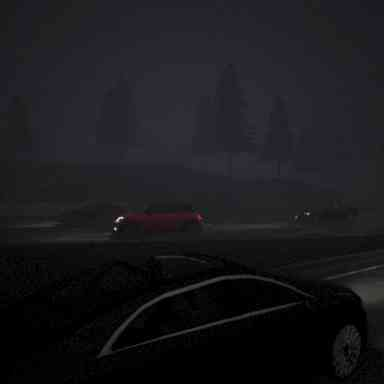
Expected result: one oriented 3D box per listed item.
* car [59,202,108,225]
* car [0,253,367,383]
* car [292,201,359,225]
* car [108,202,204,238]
[{"bbox_3d":[-6.763,1.488,23.498,4.892,1.490,1.837,0,0,-7],"label":"car"},{"bbox_3d":[0.103,1.485,3.784,4.902,1.511,2.128,0,0,-36],"label":"car"},{"bbox_3d":[9.321,1.419,23.209,4.902,1.511,2.128,0,0,-20],"label":"car"},{"bbox_3d":[-1.757,1.329,17.127,4.553,1.767,2.097,0,0,-8],"label":"car"}]
